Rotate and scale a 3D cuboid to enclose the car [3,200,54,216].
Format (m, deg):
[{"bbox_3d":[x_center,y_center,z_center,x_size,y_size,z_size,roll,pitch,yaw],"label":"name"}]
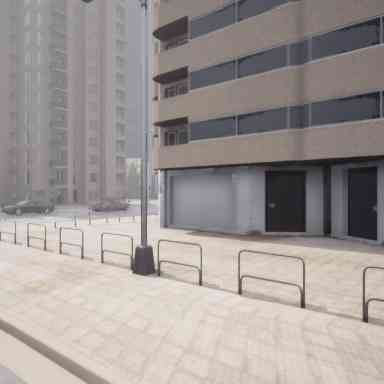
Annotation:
[{"bbox_3d":[-16.681,1.560,34.146,1.837,1.490,4.892,0,0,39],"label":"car"}]

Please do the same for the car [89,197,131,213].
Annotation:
[{"bbox_3d":[-9.011,1.619,37.862,1.994,1.385,4.181,0,0,39],"label":"car"}]
